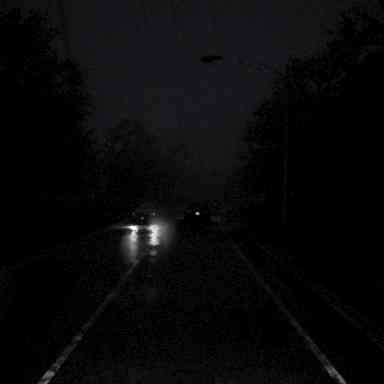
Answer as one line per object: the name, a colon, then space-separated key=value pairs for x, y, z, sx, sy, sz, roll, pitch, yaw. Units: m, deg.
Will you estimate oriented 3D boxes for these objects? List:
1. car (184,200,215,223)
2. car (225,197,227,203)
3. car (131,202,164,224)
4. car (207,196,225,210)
car: x=0.475 y=1.498 z=24.828 sx=1.994 sy=1.385 sz=4.181 roll=0 pitch=-1 yaw=3
car: x=5.615 y=1.482 z=65.907 sx=2.033 sy=1.411 sz=5.357 roll=2 pitch=0 yaw=20
car: x=-3.205 y=1.481 z=24.792 sx=1.812 sy=1.442 sz=4.674 roll=0 pitch=0 yaw=4
car: x=2.638 y=1.526 z=42.320 sx=2.033 sy=1.411 sz=5.357 roll=1 pitch=0 yaw=11
